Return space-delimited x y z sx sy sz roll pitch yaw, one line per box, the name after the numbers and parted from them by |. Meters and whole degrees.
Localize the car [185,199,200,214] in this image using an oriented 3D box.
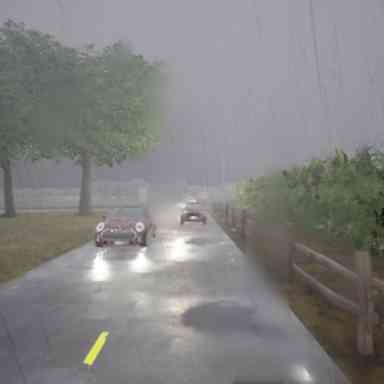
0.055 1.730 40.861 1.801 1.575 5.366 0 0 0 | car

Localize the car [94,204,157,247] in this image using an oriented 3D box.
-2.841 1.383 15.036 2.097 1.767 4.553 0 0 0 | car

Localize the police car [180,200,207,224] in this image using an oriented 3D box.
0.107 1.614 25.612 2.038 1.542 4.974 0 0 0 | police car
